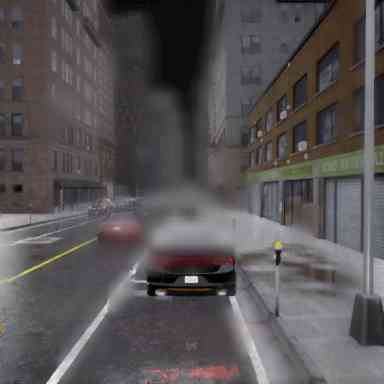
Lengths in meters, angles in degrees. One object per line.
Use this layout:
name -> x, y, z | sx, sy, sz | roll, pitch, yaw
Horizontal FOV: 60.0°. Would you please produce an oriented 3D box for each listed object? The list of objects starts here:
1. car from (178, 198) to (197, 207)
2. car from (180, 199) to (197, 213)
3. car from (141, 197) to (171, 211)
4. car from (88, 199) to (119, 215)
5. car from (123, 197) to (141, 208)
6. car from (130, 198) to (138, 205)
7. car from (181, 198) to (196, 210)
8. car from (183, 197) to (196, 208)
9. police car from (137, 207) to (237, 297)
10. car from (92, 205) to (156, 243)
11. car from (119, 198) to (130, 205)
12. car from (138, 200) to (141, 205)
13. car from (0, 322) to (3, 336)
car -> -0.393, 1.565, 33.084 | 1.947, 1.339, 4.313 | -1, 0, 0
car -> -0.393, 1.546, 38.589 | 1.887, 1.381, 4.507 | -1, 0, 0
car -> -3.127, 1.350, 31.137 | 2.097, 1.767, 4.553 | 0, 0, 0
car -> -8.920, 1.439, 33.084 | 1.967, 1.590, 4.097 | -1, 0, 0
car -> -8.918, 1.549, 49.600 | 1.887, 1.381, 4.507 | -1, 0, 0
car -> -8.918, 1.554, 44.095 | 2.008, 1.369, 4.403 | -1, 0, 0
car -> -0.393, 1.548, 44.094 | 1.887, 1.381, 4.507 | -1, 0, 0
car -> -0.393, 1.550, 49.600 | 1.887, 1.381, 4.507 | -1, 0, 0
police car -> -0.011, 1.423, 8.761 | 1.930, 1.638, 5.238 | 0, 0, 0
car -> -3.127, 1.562, 16.145 | 1.994, 1.385, 4.181 | 0, 0, 0
car -> -8.918, 1.567, 38.589 | 1.947, 1.339, 4.313 | -1, 0, 0
car -> -6.164, 1.496, 45.285 | 2.128, 1.511, 4.902 | 0, 0, 0
car -> -3.145, 1.455, 1.722 | 1.801, 1.575, 5.366 | 0, 0, 0
